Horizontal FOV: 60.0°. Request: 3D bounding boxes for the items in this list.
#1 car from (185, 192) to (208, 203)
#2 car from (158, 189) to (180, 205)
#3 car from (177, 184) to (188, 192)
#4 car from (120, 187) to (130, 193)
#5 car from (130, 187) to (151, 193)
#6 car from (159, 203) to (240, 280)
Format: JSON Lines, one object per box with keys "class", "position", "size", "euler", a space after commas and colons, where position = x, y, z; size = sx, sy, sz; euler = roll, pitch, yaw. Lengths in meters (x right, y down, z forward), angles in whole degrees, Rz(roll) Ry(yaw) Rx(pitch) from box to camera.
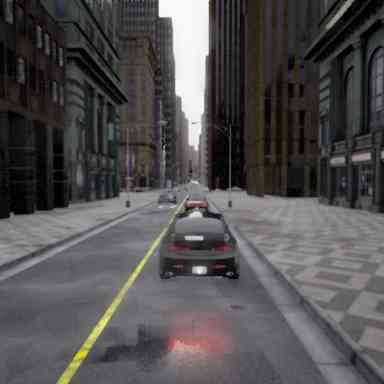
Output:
{"class": "car", "position": [0.394, 0.941, 28.118], "size": [1.895, 1.301, 4.718], "euler": [0, 1, 1]}
{"class": "car", "position": [-2.693, 0.693, 37.265], "size": [1.994, 1.385, 4.181], "euler": [0, 1, 1]}
{"class": "car", "position": [-2.165, -0.866, 77.695], "size": [2.150, 2.045, 5.566], "euler": [0, 1, 1]}
{"class": "car", "position": [-20.014, -0.426, 92.053], "size": [4.403, 1.369, 2.008], "euler": [0, 2, 0]}
{"class": "car", "position": [-14.345, -0.555, 92.006], "size": [4.097, 1.590, 1.967], "euler": [0, 2, 0]}
{"class": "car", "position": [0.181, 1.285, 9.214], "size": [1.837, 1.490, 4.892], "euler": [0, 1, 1]}
